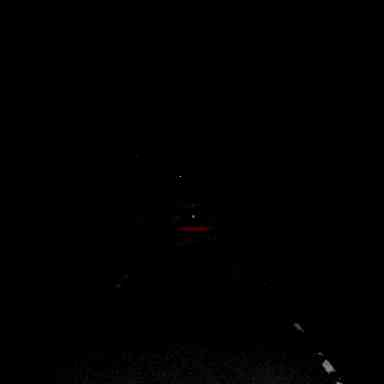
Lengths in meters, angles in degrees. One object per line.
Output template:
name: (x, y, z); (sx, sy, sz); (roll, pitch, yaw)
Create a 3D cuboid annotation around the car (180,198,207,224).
car: (0.094, 1.471, 24.713); (1.882, 1.535, 5.008); (0, 0, 0)

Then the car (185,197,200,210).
car: (0.096, 1.491, 42.785); (1.837, 1.490, 4.892); (0, 0, 0)
